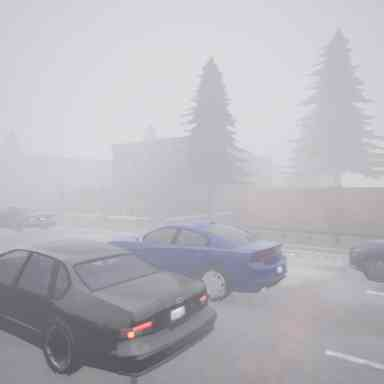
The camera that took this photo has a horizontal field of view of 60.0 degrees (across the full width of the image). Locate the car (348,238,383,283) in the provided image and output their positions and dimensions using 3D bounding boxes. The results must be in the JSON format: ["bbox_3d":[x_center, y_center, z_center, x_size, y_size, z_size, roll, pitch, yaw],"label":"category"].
[{"bbox_3d":[6.361,1.526,8.043,4.674,1.442,1.812,0,0,35],"label":"car"}]

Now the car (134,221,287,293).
[{"bbox_3d":[-0.173,1.478,8.416,5.008,1.535,1.882,0,0,36],"label":"car"}]

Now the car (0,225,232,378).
[{"bbox_3d":[-2.219,1.547,5.577,5.357,1.411,2.033,0,0,36],"label":"car"}]

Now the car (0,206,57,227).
[{"bbox_3d":[-10.362,1.548,19.987,5.357,1.411,2.033,0,0,36],"label":"car"}]
